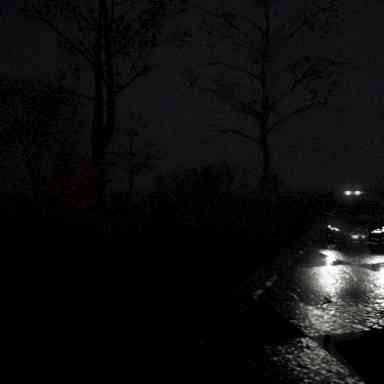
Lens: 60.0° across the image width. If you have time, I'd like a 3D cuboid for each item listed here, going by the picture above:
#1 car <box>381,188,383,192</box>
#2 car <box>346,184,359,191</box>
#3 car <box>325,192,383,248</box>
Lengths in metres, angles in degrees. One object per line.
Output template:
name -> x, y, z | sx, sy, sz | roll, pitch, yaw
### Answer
car -> 22.087, -0.024, 36.753 | 1.812, 1.442, 4.674 | 0, 2, 26
car -> 29.332, -0.853, 60.769 | 1.895, 1.301, 4.718 | 0, 2, 22
car -> 6.230, 0.989, 12.419 | 1.837, 1.490, 4.892 | 0, 4, 29
